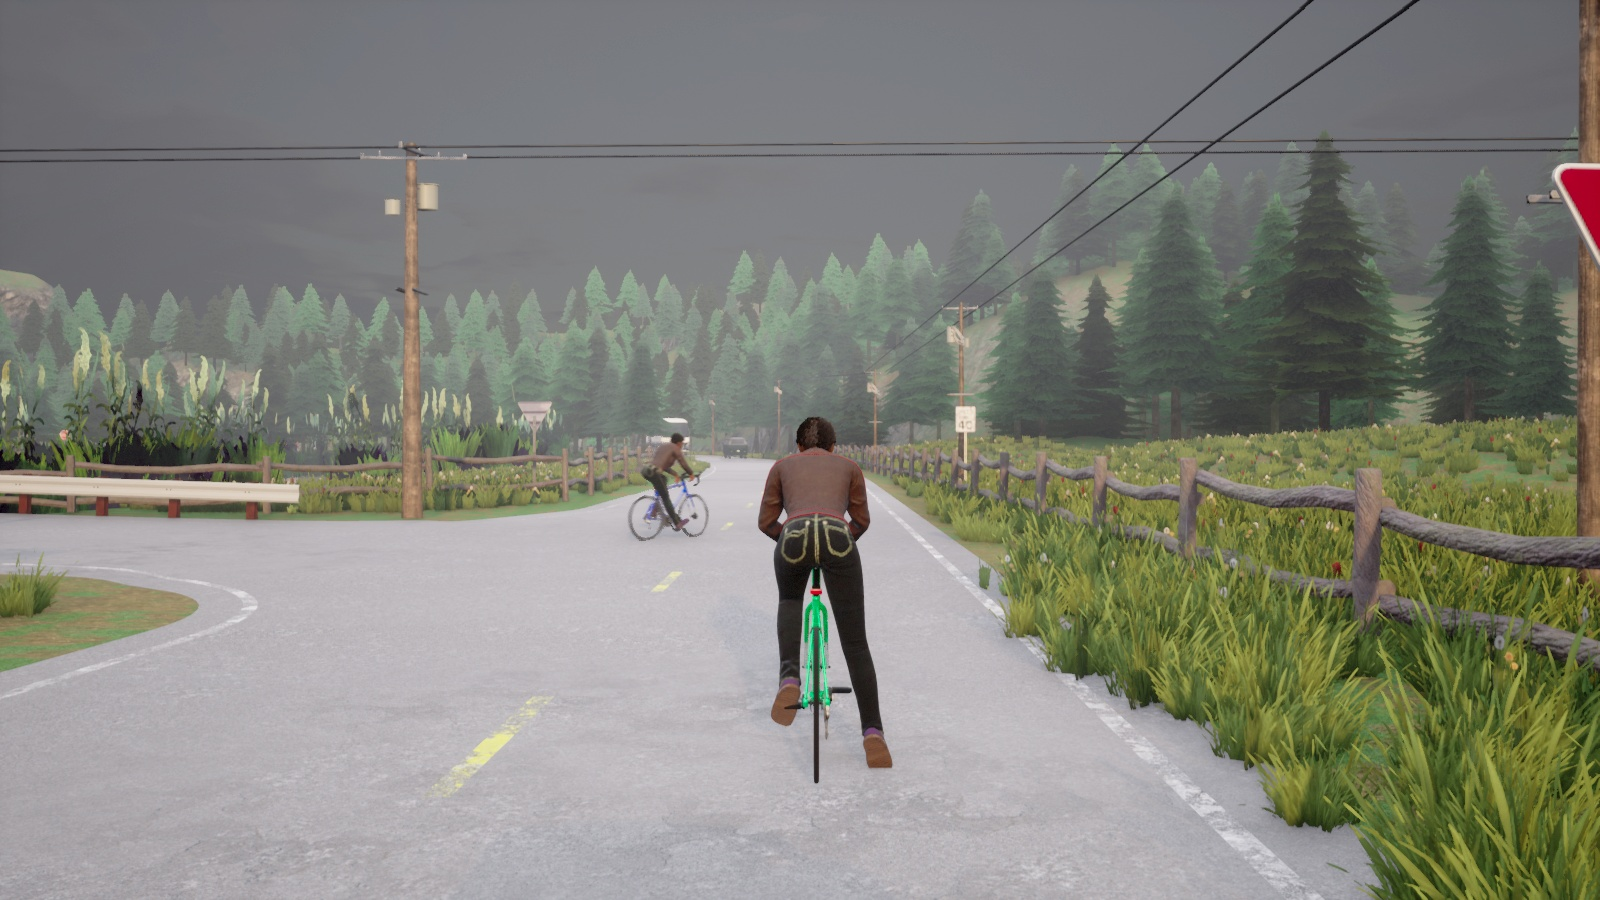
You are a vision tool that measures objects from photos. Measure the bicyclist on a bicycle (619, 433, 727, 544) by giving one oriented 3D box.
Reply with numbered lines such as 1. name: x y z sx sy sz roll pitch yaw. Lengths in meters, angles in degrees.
1. bicyclist on a bicycle: -1.922 0.564 19.199 0.582 1.620 1.656 -1 -1 42

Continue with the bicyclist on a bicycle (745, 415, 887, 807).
1. bicyclist on a bicycle: 0.076 0.664 6.017 0.582 1.620 1.656 0 0 1
